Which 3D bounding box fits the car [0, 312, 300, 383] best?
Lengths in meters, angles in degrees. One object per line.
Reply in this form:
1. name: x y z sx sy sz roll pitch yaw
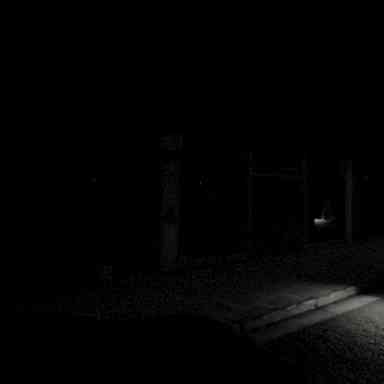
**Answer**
1. car: -1.631 1.548 1.597 5.357 1.411 2.033 0 0 -36
